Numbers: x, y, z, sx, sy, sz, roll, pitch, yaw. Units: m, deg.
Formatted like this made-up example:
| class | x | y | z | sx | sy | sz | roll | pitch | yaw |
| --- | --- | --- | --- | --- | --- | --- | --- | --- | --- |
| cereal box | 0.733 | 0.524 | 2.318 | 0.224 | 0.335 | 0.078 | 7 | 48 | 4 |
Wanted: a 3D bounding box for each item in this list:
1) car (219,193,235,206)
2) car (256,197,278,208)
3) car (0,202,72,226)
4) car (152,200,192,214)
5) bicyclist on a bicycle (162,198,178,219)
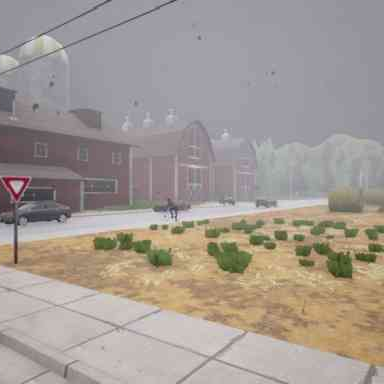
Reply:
| class | x | y | z | sx | sy | sz | roll | pitch | yaw |
| --- | --- | --- | --- | --- | --- | --- | --- | --- | --- |
| car | 5.735 | 1.115 | 54.102 | 1.905 | 1.878 | 3.866 | 6 | 1 | -8 |
| car | 10.758 | 1.475 | 47.758 | 1.837 | 1.490 | 4.892 | 0 | 0 | 35 |
| car | -10.765 | 1.475 | 23.094 | 1.837 | 1.490 | 4.892 | 0 | 0 | 35 |
| car | -2.105 | 1.571 | 35.596 | 1.895 | 1.301 | 4.718 | 0 | 0 | 35 |
| bicyclist on a bicycle | -1.497 | 1.272 | 23.328 | 1.656 | 1.620 | 0.582 | 0 | 0 | 35 |
